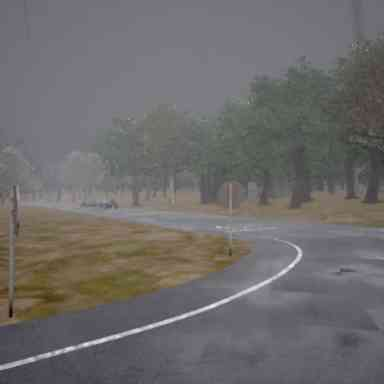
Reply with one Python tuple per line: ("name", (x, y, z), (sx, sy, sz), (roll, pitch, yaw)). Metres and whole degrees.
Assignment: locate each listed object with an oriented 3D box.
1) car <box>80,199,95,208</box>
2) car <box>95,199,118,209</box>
("car", (-17.941, 1.960, 57.785), (2.033, 1.411, 5.357), (0, -1, -32))
("car", (-12.393, 1.753, 49.045), (1.837, 1.490, 4.892), (0, -1, -32))
